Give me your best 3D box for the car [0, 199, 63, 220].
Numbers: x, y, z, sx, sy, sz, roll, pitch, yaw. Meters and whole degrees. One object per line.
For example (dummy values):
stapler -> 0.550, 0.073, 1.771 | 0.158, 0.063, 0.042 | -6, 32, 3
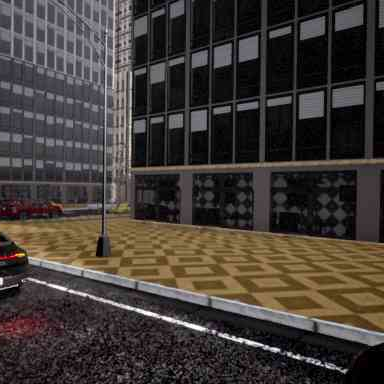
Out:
car -> -14.181, 1.519, 29.677 | 2.192, 1.841, 5.009 | 1, 0, 37

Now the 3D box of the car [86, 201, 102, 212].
car -> -11.265, 1.823, 43.291 | 1.895, 1.301, 4.718 | 1, 0, 37

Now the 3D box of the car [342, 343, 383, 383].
car -> 3.211, 1.506, 1.381 | 4.892, 1.490, 1.837 | 0, 0, 36

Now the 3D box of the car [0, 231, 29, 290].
car -> -5.748, 1.500, 7.814 | 4.892, 1.490, 1.837 | 0, 0, 36

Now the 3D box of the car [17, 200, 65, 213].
car -> -17.646, 1.643, 39.064 | 1.752, 1.417, 4.829 | 1, 0, 37

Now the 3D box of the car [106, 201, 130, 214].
car -> -7.351, 1.830, 38.865 | 1.752, 1.417, 4.829 | 1, 0, 37
